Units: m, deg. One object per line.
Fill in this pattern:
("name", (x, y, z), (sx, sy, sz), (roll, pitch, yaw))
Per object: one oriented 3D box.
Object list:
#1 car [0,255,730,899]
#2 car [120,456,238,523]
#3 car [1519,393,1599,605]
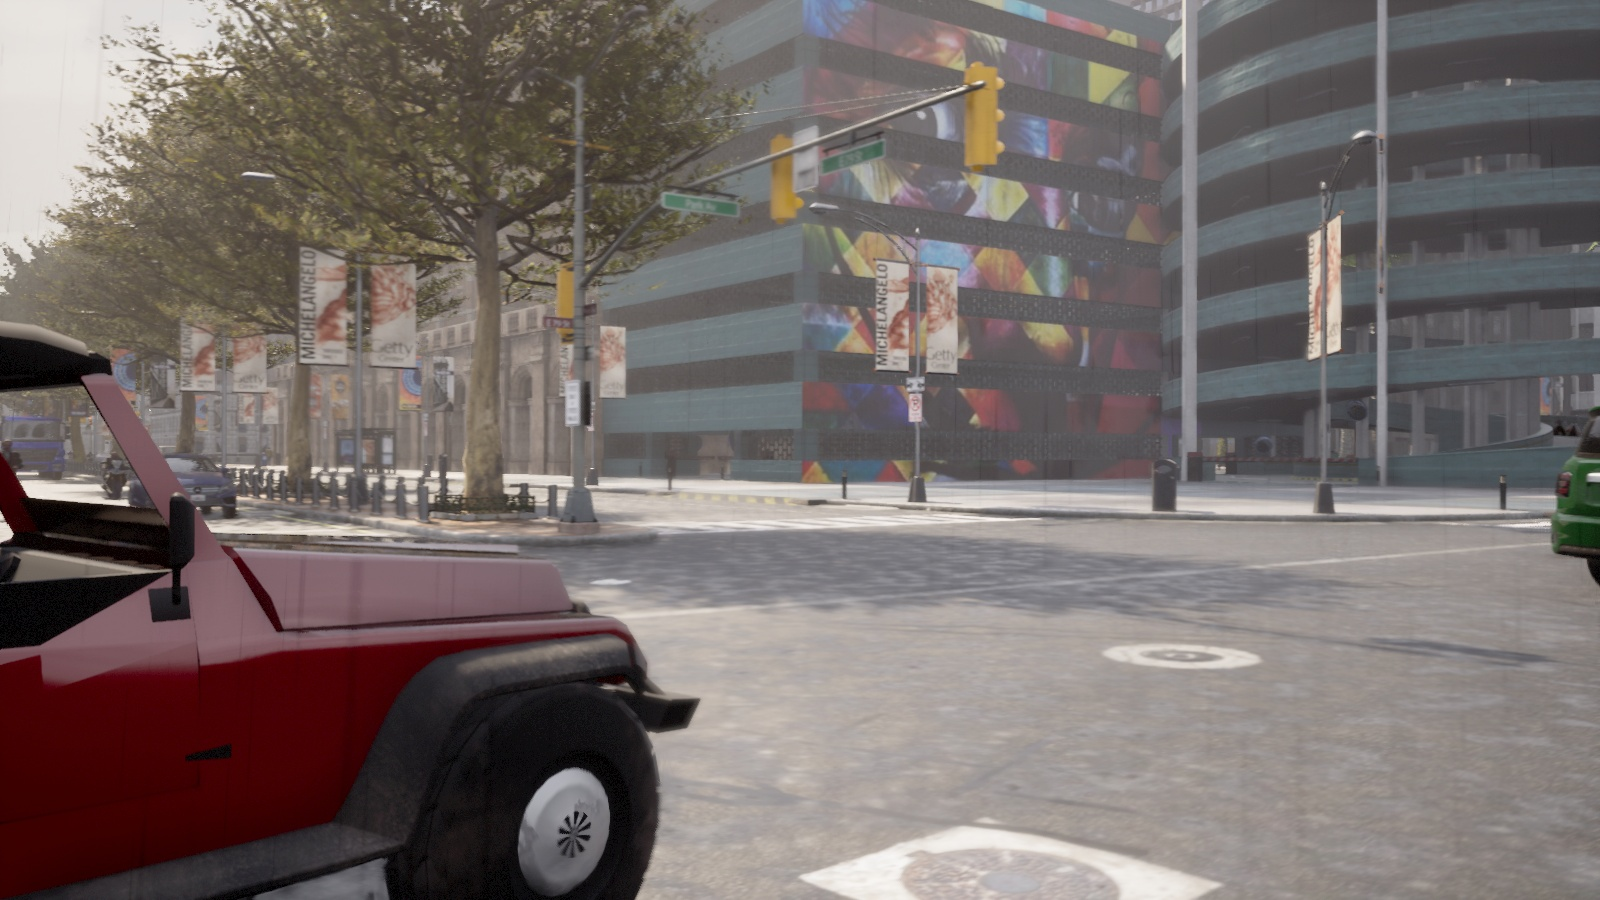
("car", (-2.224, 0.553, 3.203), (1.905, 1.878, 3.866), (0, 0, 42))
("car", (-14.749, 0.875, 29.707), (1.812, 1.442, 4.674), (0, 0, -35))
("car", (10.446, 0.473, 12.693), (5.566, 2.045, 2.150), (0, 0, -14))
